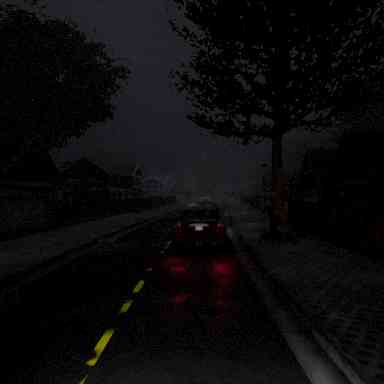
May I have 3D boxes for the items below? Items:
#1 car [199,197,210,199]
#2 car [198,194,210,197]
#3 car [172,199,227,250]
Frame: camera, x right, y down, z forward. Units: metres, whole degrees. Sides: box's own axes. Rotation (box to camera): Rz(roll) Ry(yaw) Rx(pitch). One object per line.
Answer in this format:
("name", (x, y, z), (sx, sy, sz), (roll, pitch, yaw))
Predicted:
("car", (1.477, 1.509, 29.449), (1.882, 1.535, 5.008), (0, 0, 6))
("car", (2.582, 1.414, 67.638), (2.150, 2.045, 5.566), (0, 0, 6))
("car", (0.368, 1.374, 14.527), (2.097, 1.767, 4.553), (0, 0, 3))
